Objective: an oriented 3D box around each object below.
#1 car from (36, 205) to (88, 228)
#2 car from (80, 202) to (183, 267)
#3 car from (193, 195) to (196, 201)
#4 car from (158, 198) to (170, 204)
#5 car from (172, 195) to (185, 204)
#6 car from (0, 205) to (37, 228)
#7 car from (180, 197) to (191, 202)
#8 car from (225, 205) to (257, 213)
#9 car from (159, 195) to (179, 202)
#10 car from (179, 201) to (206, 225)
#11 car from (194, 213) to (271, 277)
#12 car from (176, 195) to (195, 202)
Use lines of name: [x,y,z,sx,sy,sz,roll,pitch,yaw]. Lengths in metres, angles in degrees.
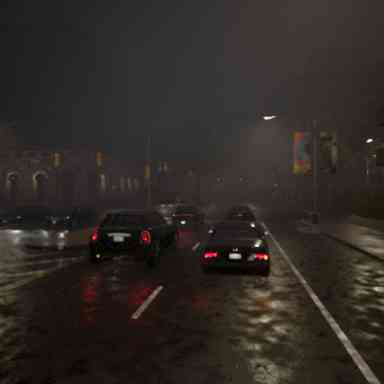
car: [-8.323,1.654,23.391,2.128,1.511,4.902,0,0,8]
car: [-1.845,1.420,11.913,2.097,1.767,4.553,0,0,8]
car: [0.189,1.706,80.544,2.150,2.045,5.566,0,0,8]
car: [-6.662,2.063,80.359,1.895,1.301,4.718,0,0,8]
car: [-3.272,1.703,81.066,2.150,2.045,5.566,0,0,8]
car: [-11.785,1.652,23.907,1.812,1.442,4.674,0,0,8]
car: [-1.753,2.082,91.266,2.033,1.411,5.357,0,0,8]
car: [3.300,1.647,22.698,1.837,1.490,4.892,0,0,9]
car: [-4.761,1.641,71.066,2.150,2.045,5.566,0,0,8]
car: [-0.193,1.644,23.130,1.837,1.490,4.892,0,0,8]
car: [1.433,1.614,10.503,2.033,1.411,5.357,0,0,9]
car: [-1.293,1.959,70.596,2.033,1.411,5.357,0,0,8]
